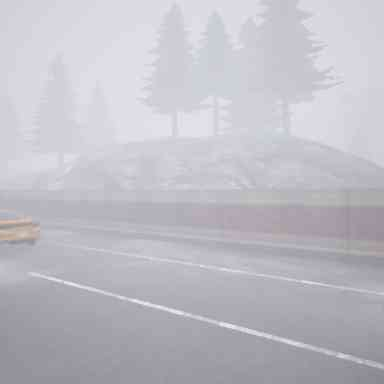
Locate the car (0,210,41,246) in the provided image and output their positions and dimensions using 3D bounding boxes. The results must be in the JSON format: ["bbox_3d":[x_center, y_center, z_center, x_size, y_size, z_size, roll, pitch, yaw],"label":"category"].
[{"bbox_3d":[-8.470,1.485,14.127,5.008,1.535,1.882,0,0,35],"label":"car"}]
